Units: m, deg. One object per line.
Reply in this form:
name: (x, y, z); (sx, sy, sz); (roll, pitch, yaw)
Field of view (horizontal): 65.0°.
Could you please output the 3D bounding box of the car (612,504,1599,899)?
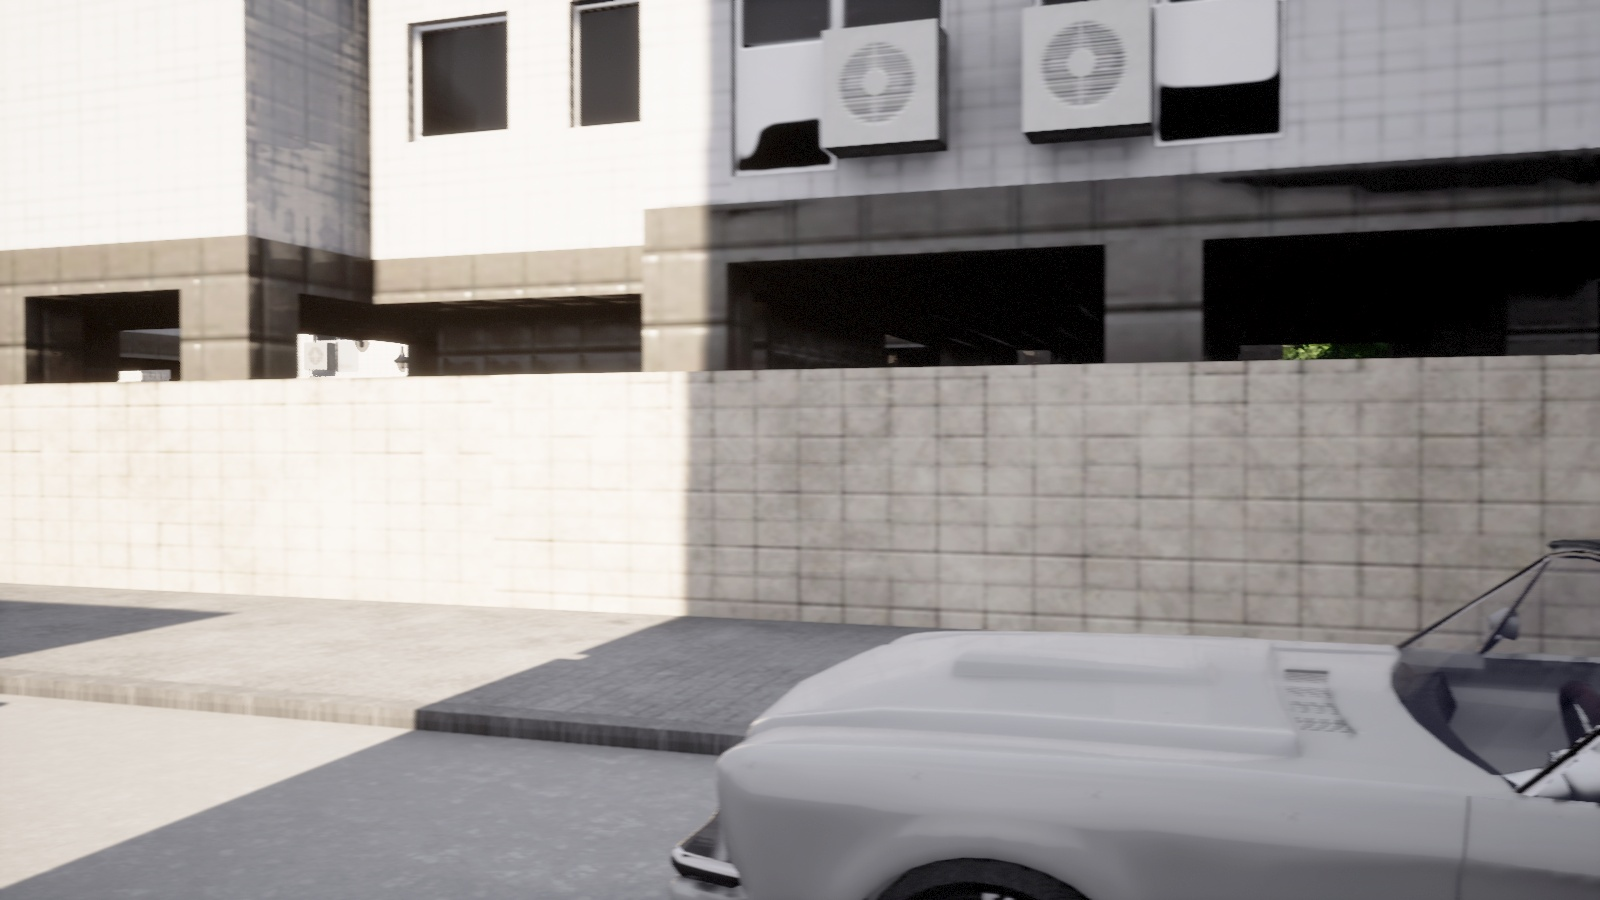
car: (2.109, 0.887, 3.018); (4.718, 1.301, 1.895); (1, 1, 18)
